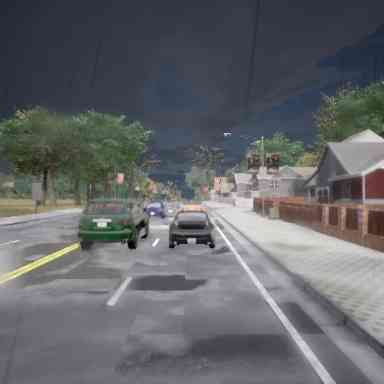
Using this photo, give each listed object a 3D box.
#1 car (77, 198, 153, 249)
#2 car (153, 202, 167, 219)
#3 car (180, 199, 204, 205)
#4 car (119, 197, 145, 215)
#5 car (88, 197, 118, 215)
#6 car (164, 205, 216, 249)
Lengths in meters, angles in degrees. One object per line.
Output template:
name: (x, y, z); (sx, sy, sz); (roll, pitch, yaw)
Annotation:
car: (-3.250, 1.281, 14.695); (2.150, 2.045, 5.566); (0, 0, 0)
car: (-3.250, 1.600, 29.673); (1.812, 1.442, 4.674); (0, 0, 0)
car: (0.000, 1.433, 29.644); (2.097, 1.767, 4.553); (0, 0, 0)
car: (-6.501, 1.502, 36.709); (2.097, 1.767, 4.553); (0, 0, 0)
car: (-9.751, 1.502, 36.710); (2.097, 1.767, 4.553); (0, 0, 0)
car: (0.000, 1.540, 14.662); (1.837, 1.490, 4.892); (0, 0, 0)
